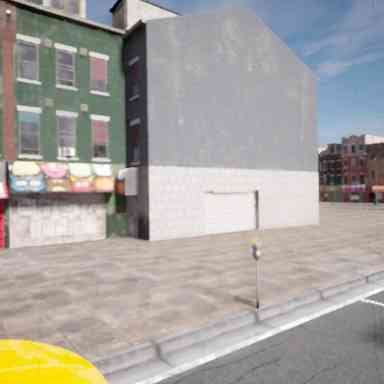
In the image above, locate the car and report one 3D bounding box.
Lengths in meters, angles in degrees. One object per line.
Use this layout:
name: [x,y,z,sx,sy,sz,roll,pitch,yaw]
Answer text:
car: [-2.726,1.507,1.225,5.008,1.535,1.882,0,0,-37]
